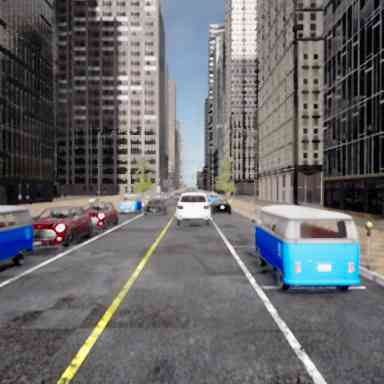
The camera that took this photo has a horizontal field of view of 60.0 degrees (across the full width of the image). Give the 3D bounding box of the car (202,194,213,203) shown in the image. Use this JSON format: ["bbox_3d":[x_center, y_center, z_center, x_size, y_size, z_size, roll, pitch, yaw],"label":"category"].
[{"bbox_3d":[2.667,1.098,59.790,1.752,1.417,4.829,0,0,0],"label":"car"}]

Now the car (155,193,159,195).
[{"bbox_3d":[-5.707,1.233,42.441,1.752,1.417,4.829,0,0,0],"label":"car"}]

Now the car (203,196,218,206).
[{"bbox_3d":[2.672,1.229,48.283,1.947,1.339,4.313,0,0,0],"label":"car"}]

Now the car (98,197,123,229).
[{"bbox_3d":[-5.698,1.311,19.935,1.967,1.590,4.097,0,0,0],"label":"car"}]

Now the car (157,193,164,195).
[{"bbox_3d":[-5.709,1.214,48.279,2.008,1.369,4.403,0,0,0],"label":"car"}]

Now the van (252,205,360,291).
[{"bbox_3d":[2.687,1.286,8.601,1.690,1.788,3.998,0,0,0],"label":"van"}]

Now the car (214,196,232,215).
[{"bbox_3d":[2.678,1.357,31.278,1.947,1.339,4.313,0,0,0],"label":"car"}]

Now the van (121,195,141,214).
[{"bbox_3d":[-5.702,1.132,31.272,1.690,1.788,3.998,0,0,0],"label":"van"}]

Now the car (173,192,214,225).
[{"bbox_3d":[0.092,1.074,22.906,2.150,2.045,5.566,0,1,0],"label":"car"}]

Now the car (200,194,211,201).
[{"bbox_3d":[2.665,1.078,65.287,2.008,1.369,4.403,0,0,0],"label":"car"}]

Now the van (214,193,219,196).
[{"bbox_3d":[2.674,1.048,42.613,1.690,1.788,3.998,0,0,0],"label":"van"}]

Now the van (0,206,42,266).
[{"bbox_3d":[-5.693,1.287,8.598,1.690,1.788,3.998,0,0,0],"label":"van"}]

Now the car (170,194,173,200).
[{"bbox_3d":[-3.030,0.833,70.647,2.097,1.767,4.553,0,0,0],"label":"car"}]

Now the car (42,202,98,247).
[{"bbox_3d":[-5.696,1.349,14.267,1.967,1.590,4.097,0,0,0],"label":"car"}]

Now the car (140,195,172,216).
[{"bbox_3d":[-3.110,1.309,29.539,1.837,1.490,4.892,0,0,0],"label":"car"}]

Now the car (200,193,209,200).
[{"bbox_3d":[2.663,1.004,71.128,1.752,1.417,4.829,0,0,0],"label":"car"}]

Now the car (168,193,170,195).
[{"bbox_3d":[-5.719,0.872,76.620,1.967,1.590,4.097,0,0,0],"label":"car"}]

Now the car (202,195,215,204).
[{"bbox_3d":[2.669,1.185,53.951,1.947,1.339,4.313,0,0,0],"label":"car"}]

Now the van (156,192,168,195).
[{"bbox_3d":[-5.713,0.915,59.614,1.690,1.788,3.998,0,0,0],"label":"van"}]

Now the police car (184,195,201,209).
[{"bbox_3d":[0.083,1.216,41.552,2.038,1.542,4.974,0,0,0],"label":"police car"}]
